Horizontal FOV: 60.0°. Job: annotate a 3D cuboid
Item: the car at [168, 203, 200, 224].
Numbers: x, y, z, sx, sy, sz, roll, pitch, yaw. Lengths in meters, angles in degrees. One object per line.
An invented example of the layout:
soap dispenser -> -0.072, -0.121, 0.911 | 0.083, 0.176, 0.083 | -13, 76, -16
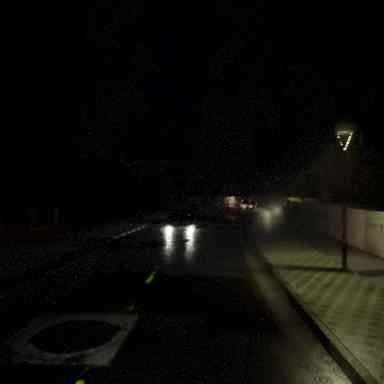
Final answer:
car -> -0.557, 1.590, 26.331 | 1.882, 1.535, 5.008 | 0, 0, 10

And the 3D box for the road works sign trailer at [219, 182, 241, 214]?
road works sign trailer -> 4.383, 0.634, 37.528 | 2.380, 3.560, 2.880 | 0, 0, 15

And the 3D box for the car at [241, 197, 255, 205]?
car -> 11.351, 1.720, 67.111 | 2.097, 1.767, 4.553 | 0, -1, 23
